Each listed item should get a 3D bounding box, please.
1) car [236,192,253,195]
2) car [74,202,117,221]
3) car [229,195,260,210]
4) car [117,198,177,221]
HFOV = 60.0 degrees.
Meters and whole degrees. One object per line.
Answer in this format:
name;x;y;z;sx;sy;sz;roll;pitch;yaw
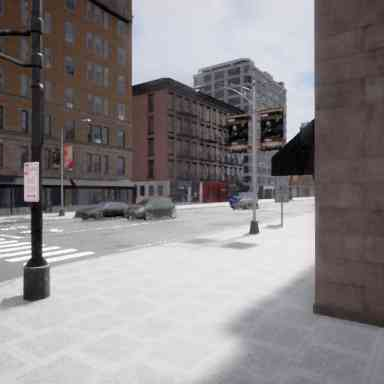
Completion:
car;7.266;1.050;46.509;2.150;2.045;5.566;0;0;36
car;-6.712;1.478;26.733;2.033;1.411;5.357;0;0;35
car;6.418;1.372;39.708;1.812;1.442;4.674;0;0;35
car;-3.207;1.270;26.063;2.097;1.767;4.553;0;0;35
